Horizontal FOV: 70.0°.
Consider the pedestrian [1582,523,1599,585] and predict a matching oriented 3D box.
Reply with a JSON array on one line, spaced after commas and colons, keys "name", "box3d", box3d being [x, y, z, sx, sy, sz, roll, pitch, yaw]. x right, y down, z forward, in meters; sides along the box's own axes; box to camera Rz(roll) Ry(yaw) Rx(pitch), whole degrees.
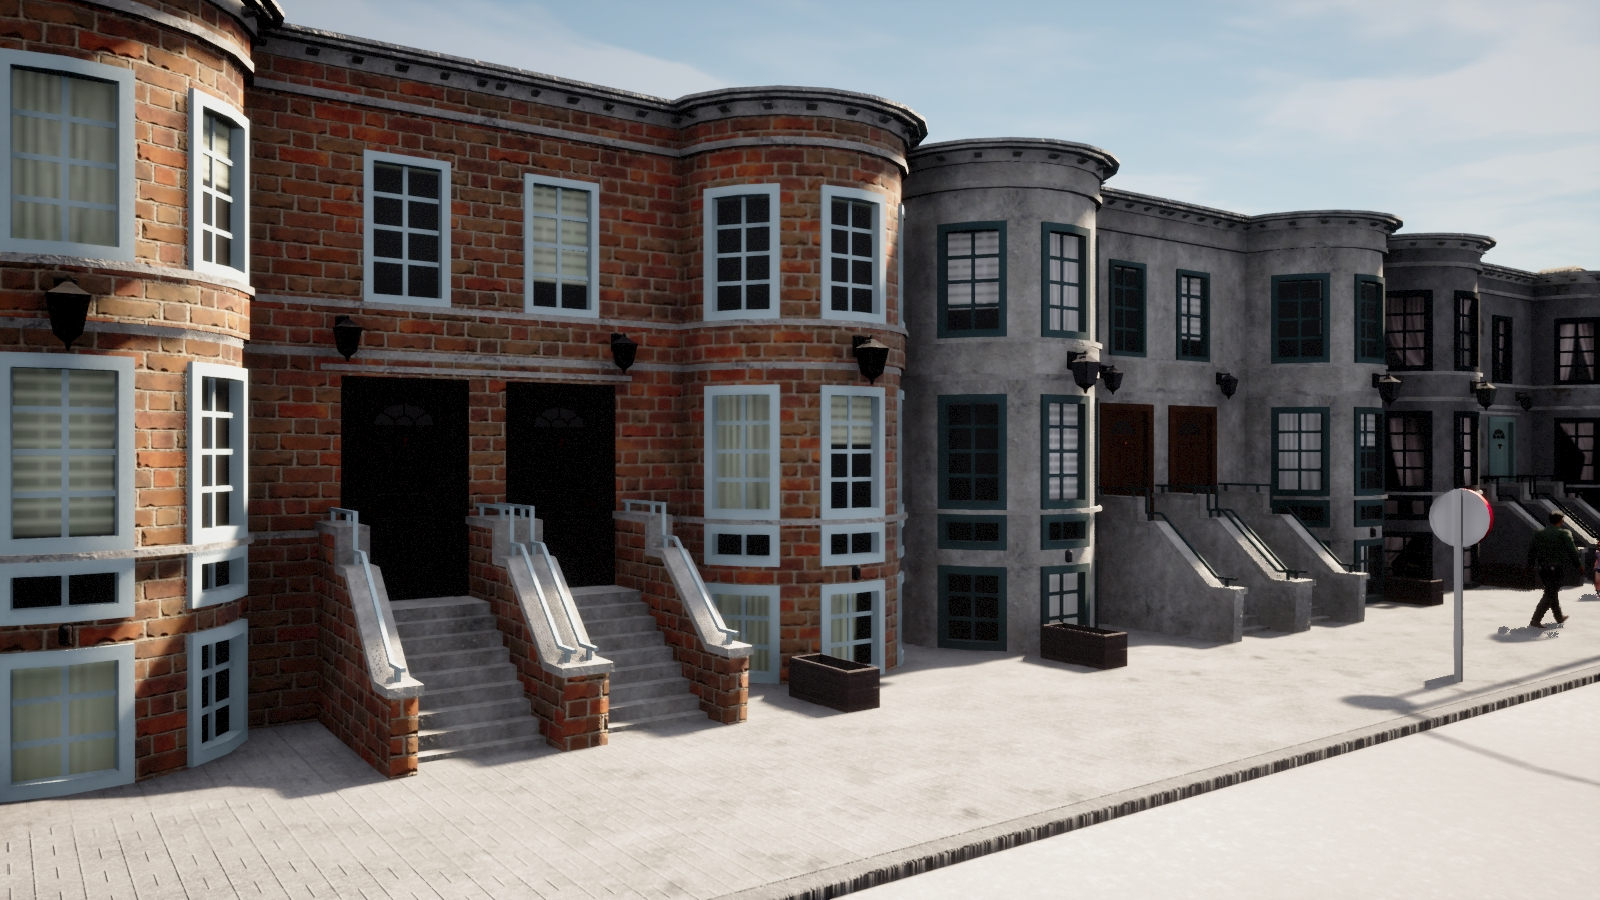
[{"name": "pedestrian", "box3d": [14.707, 1.904, 20.885, 0.500, 1.100, 0.500, 0, 0, -29]}]

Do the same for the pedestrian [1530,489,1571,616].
[{"name": "pedestrian", "box3d": [11.281, 1.524, 17.167, 0.375, 1.860, 0.375, 0, 0, -25]}]
